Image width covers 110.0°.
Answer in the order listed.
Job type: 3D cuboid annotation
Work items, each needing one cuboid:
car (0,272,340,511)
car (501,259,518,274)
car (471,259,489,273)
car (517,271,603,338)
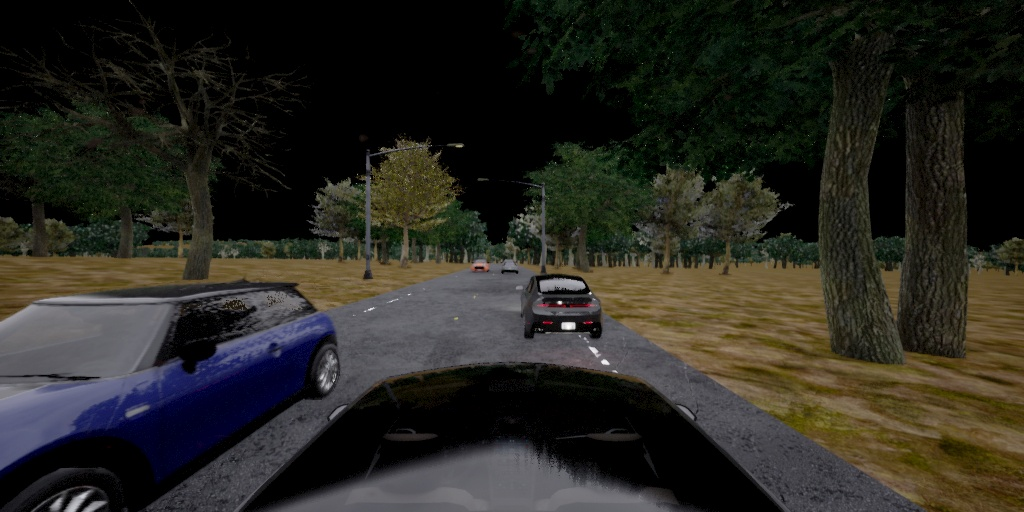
[{"bbox_3d":[-3.608,1.101,3.431,2.097,1.767,4.553,0,0,0],"label":"car"},{"bbox_3d":[-0.266,1.375,42.933,1.994,1.385,4.181,0,0,-1],"label":"car"},{"bbox_3d":[-3.992,1.176,45.639,2.097,1.767,4.553,0,0,-1],"label":"car"},{"bbox_3d":[1.201,1.255,10.115,1.837,1.490,4.892,0,0,0],"label":"car"}]
